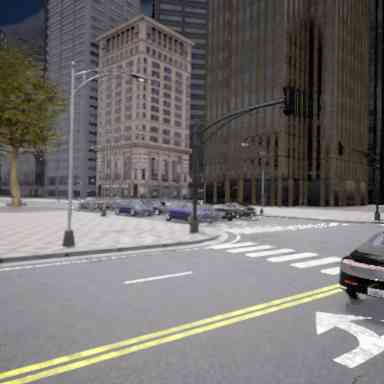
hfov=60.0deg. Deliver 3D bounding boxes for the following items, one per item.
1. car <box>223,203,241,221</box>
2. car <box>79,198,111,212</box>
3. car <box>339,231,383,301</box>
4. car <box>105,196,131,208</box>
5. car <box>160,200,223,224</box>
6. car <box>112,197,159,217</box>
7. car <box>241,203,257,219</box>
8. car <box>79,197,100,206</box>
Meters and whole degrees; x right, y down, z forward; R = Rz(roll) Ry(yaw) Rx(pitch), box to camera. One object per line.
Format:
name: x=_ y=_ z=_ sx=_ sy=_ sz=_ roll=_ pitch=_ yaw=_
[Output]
car: x=1.798 y=1.757 z=28.688 sx=1.994 sy=1.385 sz=4.181 roll=2 pitch=-1 yaw=-38
car: x=-12.031 y=1.652 z=40.351 sx=1.994 sy=1.385 sz=4.181 roll=2 pitch=-1 yaw=-41
car: x=5.159 y=1.583 z=7.408 sx=4.902 sy=1.511 sz=2.128 roll=0 pitch=0 yaw=-39
car: x=-12.412 y=1.633 z=55.650 sx=2.097 sy=1.767 sz=4.553 roll=2 pitch=-1 yaw=-43
car: x=-0.132 y=1.473 z=25.852 sx=2.097 sy=1.767 sz=4.553 roll=2 pitch=-1 yaw=-37
car: x=-5.635 y=1.460 z=32.775 sx=2.097 sy=1.767 sz=4.553 roll=2 pitch=-1 yaw=-39
car: x=3.904 y=1.775 z=31.585 sx=1.837 sy=1.490 sz=4.892 roll=3 pitch=-1 yaw=-38
car: x=-19.363 y=1.779 z=62.845 sx=1.812 sy=1.442 sz=4.674 roll=2 pitch=-1 yaw=-45
